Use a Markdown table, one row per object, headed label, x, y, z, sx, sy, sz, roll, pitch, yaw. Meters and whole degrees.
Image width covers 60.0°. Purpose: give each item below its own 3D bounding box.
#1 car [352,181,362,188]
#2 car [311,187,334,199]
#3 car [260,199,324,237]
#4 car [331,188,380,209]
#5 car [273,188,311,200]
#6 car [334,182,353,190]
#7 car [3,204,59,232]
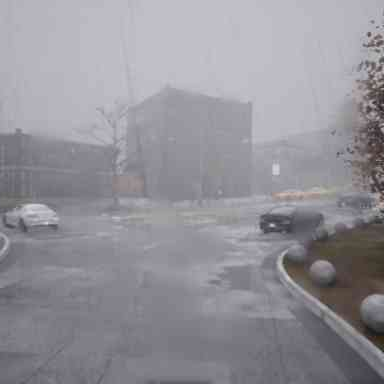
| label | x | y | z | sx | sy | sz | roll | pitch | yaw |
| --- | --- | --- | --- | --- | --- | --- | --- | --- | --- |
| car | 26.950 | -0.723 | 54.717 | 5.566 | 2.045 | 2.435 | -3 | 2 | -35 |
| car | 17.729 | 0.057 | 48.168 | 5.366 | 1.575 | 1.946 | -3 | 2 | -35 |
| car | 5.539 | 1.429 | 18.090 | 1.882 | 1.535 | 5.008 | 0 | 1 | 41 |
| car | 15.819 | 0.760 | 32.102 | 4.892 | 1.490 | 1.837 | -4 | 2 | -38 |
| car | 13.227 | 0.319 | 44.980 | 5.366 | 1.575 | 1.946 | -3 | 2 | -35 |
| car | 22.227 | -0.202 | 51.366 | 5.366 | 1.575 | 1.946 | -3 | 2 | -35 |
| car | -9.273 | 1.387 | 19.133 | 1.812 | 1.442 | 4.674 | 1 | 0 | -45 |
